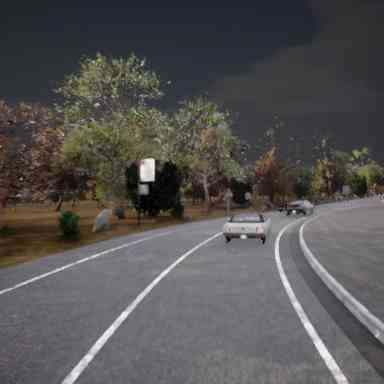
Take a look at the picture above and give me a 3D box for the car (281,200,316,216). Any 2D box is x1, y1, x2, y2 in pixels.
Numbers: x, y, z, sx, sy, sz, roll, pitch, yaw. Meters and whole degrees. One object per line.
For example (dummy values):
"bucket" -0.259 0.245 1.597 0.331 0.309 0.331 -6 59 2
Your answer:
"car" 10.868 1.565 33.069 1.837 1.490 4.892 -4 -2 34

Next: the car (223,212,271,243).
"car" 2.878 1.664 16.589 1.895 1.301 4.718 -1 -1 17

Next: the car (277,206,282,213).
"car" 12.196 1.804 40.661 1.895 1.301 4.718 -4 -2 40
